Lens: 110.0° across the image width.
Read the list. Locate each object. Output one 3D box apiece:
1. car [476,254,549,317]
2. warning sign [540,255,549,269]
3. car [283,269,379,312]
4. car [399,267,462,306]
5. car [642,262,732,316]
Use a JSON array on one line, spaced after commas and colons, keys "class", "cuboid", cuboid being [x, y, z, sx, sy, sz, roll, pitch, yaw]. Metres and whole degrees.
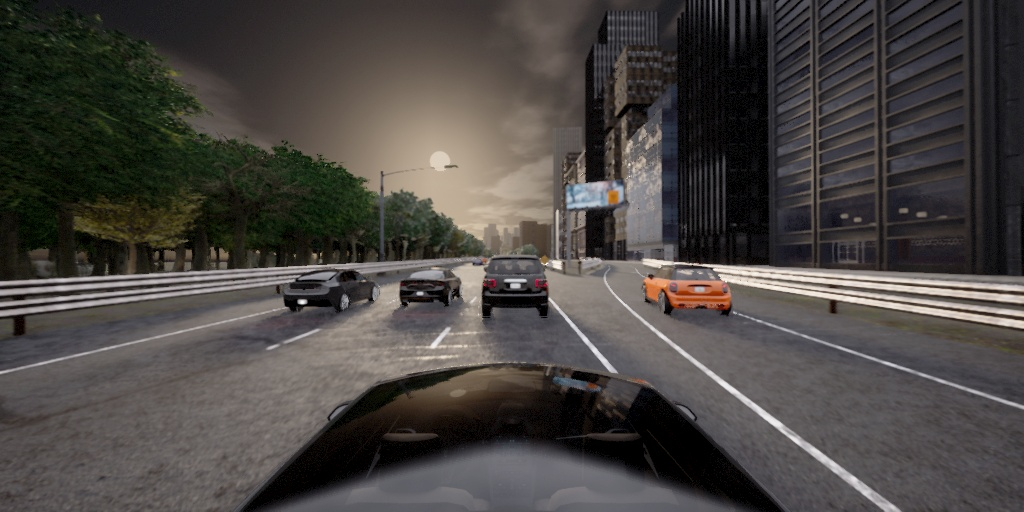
[{"class": "car", "cuboid": [0.104, 0.975, 13.285, 2.150, 2.045, 5.566, 0, 0, 0]}, {"class": "warning sign", "cuboid": [4.567, 0.812, 49.687, 1.300, 1.860, 1.060, 0, 0, 0]}, {"class": "car", "cuboid": [-6.893, 1.259, 14.216, 1.837, 1.490, 4.892, 0, 0, 0]}, {"class": "car", "cuboid": [-3.396, 1.231, 15.712, 1.882, 1.535, 5.008, 0, 0, 0]}, {"class": "car", "cuboid": [6.411, 1.101, 13.705, 2.097, 1.767, 4.553, 0, 0, 9]}]
